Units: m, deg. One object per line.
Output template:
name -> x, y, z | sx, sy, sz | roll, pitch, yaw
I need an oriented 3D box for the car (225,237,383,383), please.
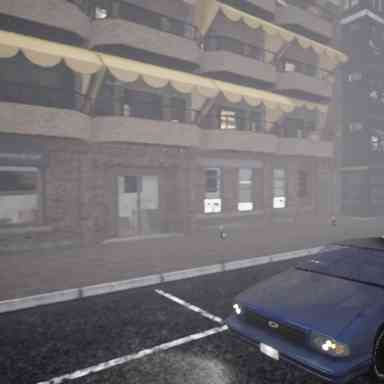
car -> 3.093, 1.526, 5.580 | 5.357, 1.411, 2.033 | 0, 0, -36
